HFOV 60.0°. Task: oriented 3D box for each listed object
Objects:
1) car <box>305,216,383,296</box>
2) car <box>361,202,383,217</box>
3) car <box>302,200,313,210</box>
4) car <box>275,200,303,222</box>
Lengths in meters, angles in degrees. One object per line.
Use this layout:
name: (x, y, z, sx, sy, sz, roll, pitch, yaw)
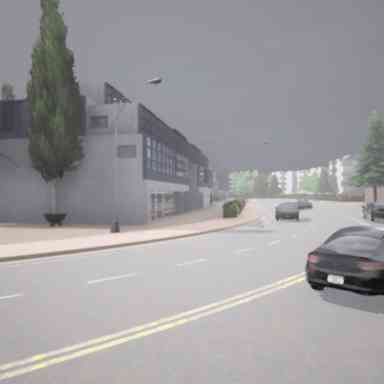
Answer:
car: (4.449, 1.563, 8.227, 1.812, 1.442, 4.674, -1, 0, 44)
car: (15.394, 1.618, 27.497, 1.837, 1.490, 4.892, 0, 0, 17)
car: (16.197, 1.801, 48.103, 2.033, 1.411, 5.357, 0, 0, 11)
car: (8.230, 1.636, 28.427, 1.882, 1.535, 5.008, 0, 0, 17)
